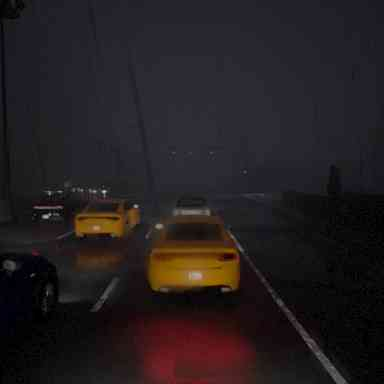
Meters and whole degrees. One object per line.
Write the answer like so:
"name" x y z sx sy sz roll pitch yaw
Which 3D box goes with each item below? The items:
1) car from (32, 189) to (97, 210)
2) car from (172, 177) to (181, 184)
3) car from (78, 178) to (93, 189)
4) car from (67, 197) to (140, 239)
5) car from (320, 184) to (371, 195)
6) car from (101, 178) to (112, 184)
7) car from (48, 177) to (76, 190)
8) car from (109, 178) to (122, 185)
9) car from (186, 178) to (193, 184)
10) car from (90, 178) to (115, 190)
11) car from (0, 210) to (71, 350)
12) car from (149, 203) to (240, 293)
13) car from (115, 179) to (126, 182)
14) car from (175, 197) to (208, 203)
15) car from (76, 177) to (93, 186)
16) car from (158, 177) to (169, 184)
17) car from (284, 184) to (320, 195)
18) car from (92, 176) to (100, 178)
"car" -7.027 0.828 18.350 2.128 1.511 4.902 0 3 0
"car" -4.145 -2.868 86.070 1.882 1.535 5.008 0 3 0
"car" -18.003 -1.323 58.672 1.812 1.442 4.674 0 3 0
"car" -3.499 1.016 14.569 1.882 1.535 5.008 0 3 0
"car" 17.673 -0.215 37.770 4.902 1.511 2.128 0 3 2
"car" -21.632 -2.721 84.352 1.812 1.442 4.674 0 3 0
"car" -21.484 -1.398 54.405 2.150 2.045 5.566 0 3 0
"car" -18.090 -2.416 78.803 2.128 1.511 4.902 0 3 0
"car" -0.649 -2.831 86.559 2.128 1.511 4.902 0 3 0
"car" -14.451 -1.088 53.961 1.837 1.490 4.892 0 3 -1
"car" -3.427 1.309 4.132 2.097 1.767 4.553 0 1 0
"car" 0.043 1.308 8.627 1.882 1.535 5.008 0 2 0
"car" -14.516 -1.619 63.263 1.882 1.535 5.008 0 3 0
"car" -0.027 0.933 18.538 1.895 1.301 4.718 0 3 0
"car" -21.491 -1.661 64.259 2.128 1.511 4.902 0 3 0
"car" -7.645 -2.818 86.046 2.128 1.511 4.902 0 3 0
"car" 13.814 -0.303 41.396 4.718 1.301 1.895 0 3 2
"car" -21.554 -2.464 74.143 2.150 2.045 5.566 0 3 0
